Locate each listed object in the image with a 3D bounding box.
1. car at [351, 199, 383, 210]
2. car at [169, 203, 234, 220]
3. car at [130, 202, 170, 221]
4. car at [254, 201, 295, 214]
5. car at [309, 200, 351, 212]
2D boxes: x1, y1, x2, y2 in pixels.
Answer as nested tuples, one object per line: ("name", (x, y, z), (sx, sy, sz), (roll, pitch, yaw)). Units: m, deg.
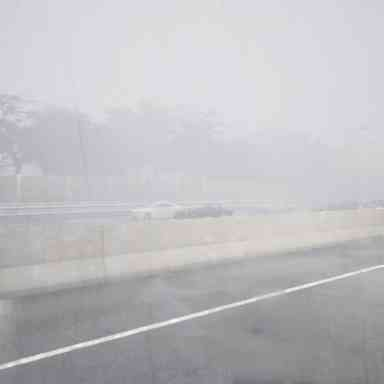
("car", (15.872, 1.375, 28.082), (4.553, 1.767, 2.097), (0, 0, -35))
("car", (0.917, 1.603, 26.077), (4.718, 1.301, 1.895), (0, 0, -35))
("car", (-2.698, 1.525, 26.940), (4.674, 1.442, 1.812), (0, 0, -38))
("car", (8.933, 1.619, 35.920), (4.718, 1.301, 1.895), (0, 0, -36))
("car", (12.665, 1.620, 30.109), (4.718, 1.301, 1.895), (0, 0, -35))
